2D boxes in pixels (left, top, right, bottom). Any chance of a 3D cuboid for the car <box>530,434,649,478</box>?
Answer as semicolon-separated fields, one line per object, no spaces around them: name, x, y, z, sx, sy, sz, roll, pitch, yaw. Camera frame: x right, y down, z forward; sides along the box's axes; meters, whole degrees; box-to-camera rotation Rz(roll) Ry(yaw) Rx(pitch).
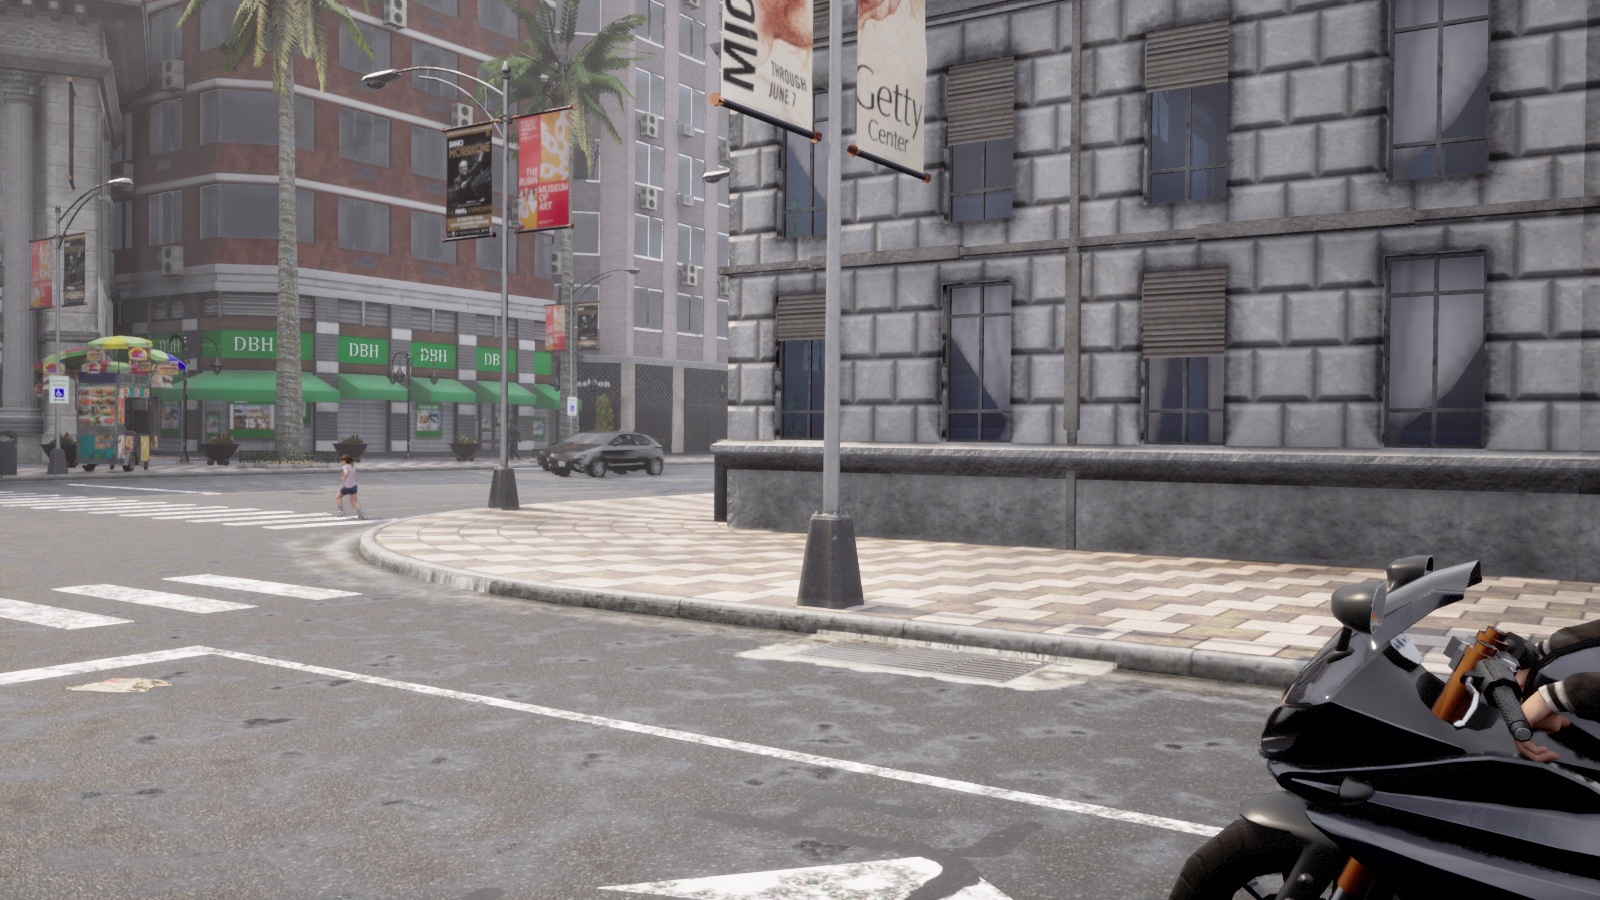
car;-7.529;0.196;45.188;1.816;1.474;4.193;0;1;34

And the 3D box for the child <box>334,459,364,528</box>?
child;-7.361;0.705;20.504;0.394;1.110;0.255;0;1;30

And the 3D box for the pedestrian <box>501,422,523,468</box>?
pedestrian;-12.308;-0.234;53.733;0.423;1.949;0.788;0;1;39

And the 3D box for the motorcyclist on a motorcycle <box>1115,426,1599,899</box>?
motorcyclist on a motorcycle;1.824;0.717;2.412;2.191;1.530;0.866;0;1;34

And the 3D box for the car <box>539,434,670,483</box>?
car;-6.290;0.245;40.780;1.816;1.474;4.193;0;1;34
